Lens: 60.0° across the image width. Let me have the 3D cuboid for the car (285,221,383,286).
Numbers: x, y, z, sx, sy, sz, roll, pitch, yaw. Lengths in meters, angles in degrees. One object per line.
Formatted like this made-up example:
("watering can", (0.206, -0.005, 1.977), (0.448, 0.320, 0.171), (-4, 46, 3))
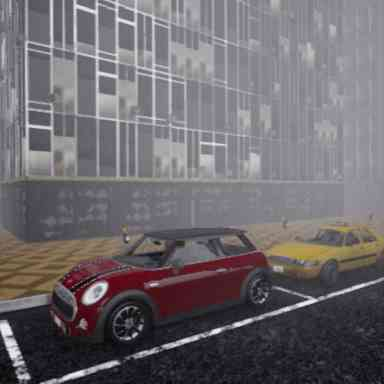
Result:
("car", (4.056, 1.542, 9.463), (4.829, 1.417, 1.752), (0, -1, -35))

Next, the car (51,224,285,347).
("car", (-0.433, 1.447, 6.261), (4.097, 1.590, 1.967), (0, -1, -35))
